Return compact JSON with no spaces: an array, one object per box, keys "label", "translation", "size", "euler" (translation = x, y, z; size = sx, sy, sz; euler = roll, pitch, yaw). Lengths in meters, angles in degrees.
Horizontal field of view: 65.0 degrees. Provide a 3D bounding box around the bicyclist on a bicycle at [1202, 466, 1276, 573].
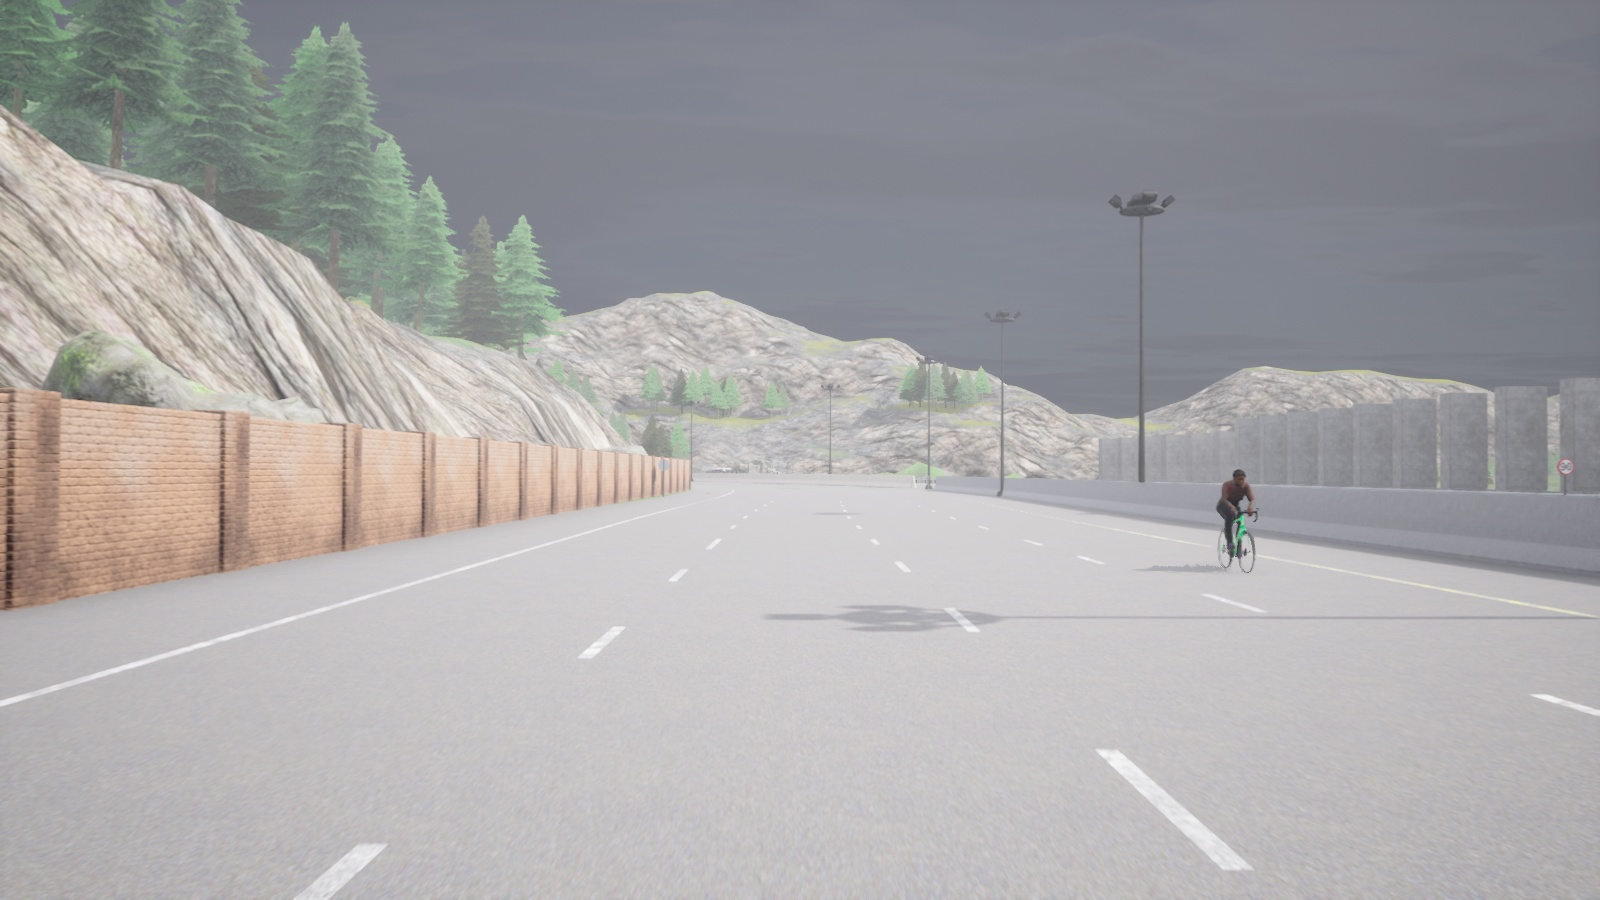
[{"label":"bicyclist on a bicycle","translation":[6.947,1.074,19.964],"size":[0.582,1.620,1.656],"euler":[0,-1,0]}]
